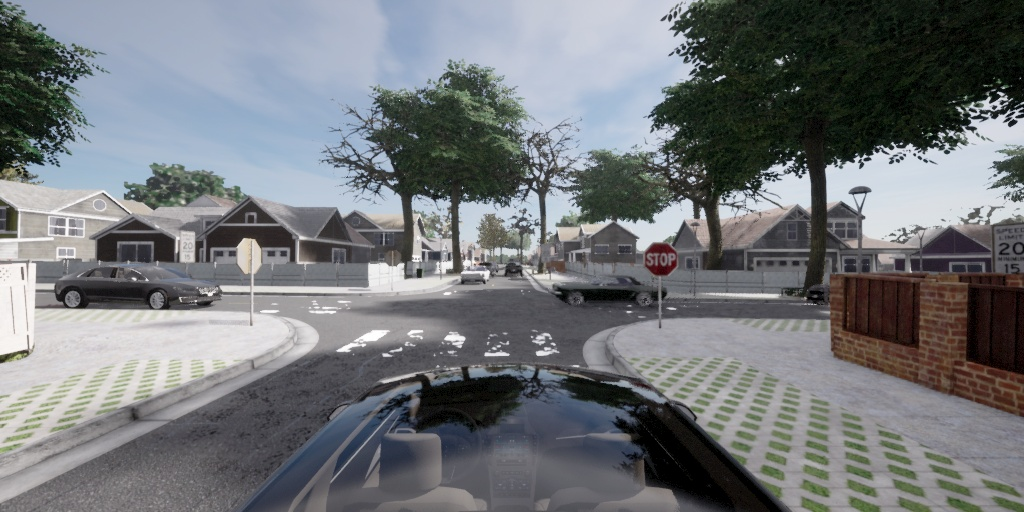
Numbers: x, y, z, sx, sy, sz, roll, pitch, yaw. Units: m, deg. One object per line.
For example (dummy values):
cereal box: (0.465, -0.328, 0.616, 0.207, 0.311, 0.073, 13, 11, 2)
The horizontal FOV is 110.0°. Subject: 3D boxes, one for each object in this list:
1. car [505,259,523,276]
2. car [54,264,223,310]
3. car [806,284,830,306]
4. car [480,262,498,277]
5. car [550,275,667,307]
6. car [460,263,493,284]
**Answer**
car: (0.192, 1.382, 40.664, 1.882, 1.535, 5.008, 0, 0, 0)
car: (-12.920, 1.059, 12.563, 4.892, 1.490, 1.837, 1, -1, 2)
car: (15.832, 1.582, 15.873, 4.892, 1.490, 1.837, 2, -1, -1)
car: (-2.756, 1.387, 37.977, 1.837, 1.490, 4.892, 0, 0, 0)
car: (4.065, 1.470, 15.630, 4.718, 1.301, 1.895, 1, -1, -4)
car: (-2.787, 1.415, 27.605, 1.895, 1.301, 4.718, 0, 0, 0)
